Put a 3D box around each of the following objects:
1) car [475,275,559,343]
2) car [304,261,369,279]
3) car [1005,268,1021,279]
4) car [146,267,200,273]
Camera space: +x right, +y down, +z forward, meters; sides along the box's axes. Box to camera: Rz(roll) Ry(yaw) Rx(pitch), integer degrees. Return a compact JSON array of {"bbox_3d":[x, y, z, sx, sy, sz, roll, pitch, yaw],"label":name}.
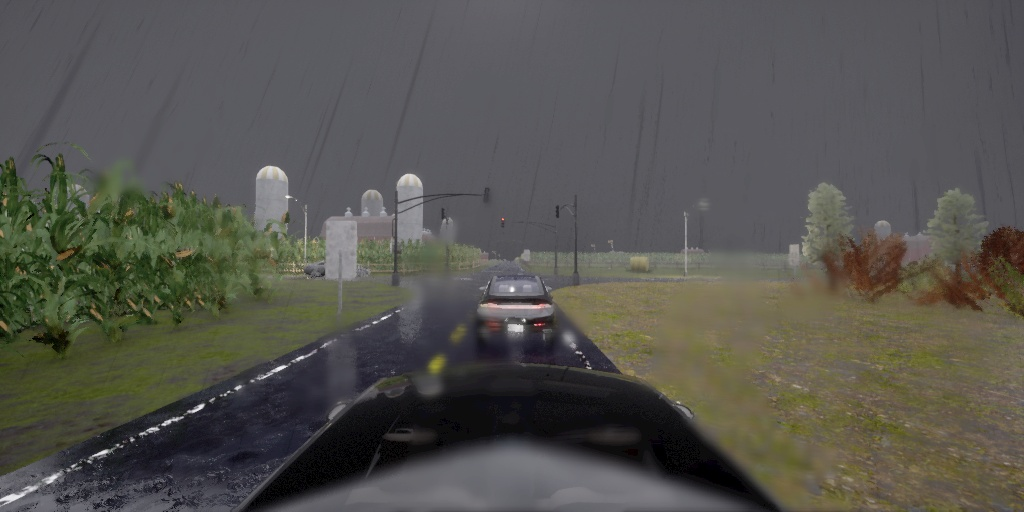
[{"bbox_3d":[0.102,1.245,9.632,2.128,1.511,4.902,0,0,0],"label":"car"},{"bbox_3d":[-14.362,1.114,29.506,4.902,1.511,2.128,1,-1,-9],"label":"car"},{"bbox_3d":[48.671,1.720,33.477,4.674,1.442,1.812,1,-1,-5],"label":"car"},{"bbox_3d":[-27.836,1.052,28.348,5.357,1.411,2.033,0,-1,-3],"label":"car"}]
